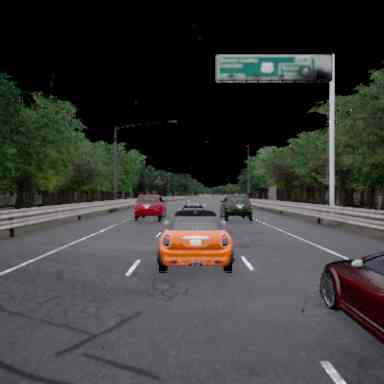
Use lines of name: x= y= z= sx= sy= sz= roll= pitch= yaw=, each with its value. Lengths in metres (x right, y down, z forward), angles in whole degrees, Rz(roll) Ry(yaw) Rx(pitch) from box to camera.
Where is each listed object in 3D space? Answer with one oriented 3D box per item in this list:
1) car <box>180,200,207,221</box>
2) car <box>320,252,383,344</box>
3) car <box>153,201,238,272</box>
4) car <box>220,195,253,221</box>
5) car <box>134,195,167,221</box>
car: x=0.093 y=1.533 z=28.440 sx=2.128 sy=1.511 sz=4.902 roll=0 pitch=0 yaw=0
car: x=3.599 y=1.567 z=5.139 sx=1.994 sy=1.385 sz=4.181 roll=0 pitch=0 yaw=0
car: x=0.099 y=1.359 z=10.980 sx=2.097 sy=1.767 sz=4.553 roll=0 pitch=0 yaw=0
car: x=3.595 y=1.260 z=27.620 sx=2.150 sy=2.045 sz=5.566 roll=0 pitch=0 yaw=0
car: x=-3.394 y=1.261 z=27.750 sx=2.150 sy=2.045 sz=5.566 roll=0 pitch=0 yaw=0
